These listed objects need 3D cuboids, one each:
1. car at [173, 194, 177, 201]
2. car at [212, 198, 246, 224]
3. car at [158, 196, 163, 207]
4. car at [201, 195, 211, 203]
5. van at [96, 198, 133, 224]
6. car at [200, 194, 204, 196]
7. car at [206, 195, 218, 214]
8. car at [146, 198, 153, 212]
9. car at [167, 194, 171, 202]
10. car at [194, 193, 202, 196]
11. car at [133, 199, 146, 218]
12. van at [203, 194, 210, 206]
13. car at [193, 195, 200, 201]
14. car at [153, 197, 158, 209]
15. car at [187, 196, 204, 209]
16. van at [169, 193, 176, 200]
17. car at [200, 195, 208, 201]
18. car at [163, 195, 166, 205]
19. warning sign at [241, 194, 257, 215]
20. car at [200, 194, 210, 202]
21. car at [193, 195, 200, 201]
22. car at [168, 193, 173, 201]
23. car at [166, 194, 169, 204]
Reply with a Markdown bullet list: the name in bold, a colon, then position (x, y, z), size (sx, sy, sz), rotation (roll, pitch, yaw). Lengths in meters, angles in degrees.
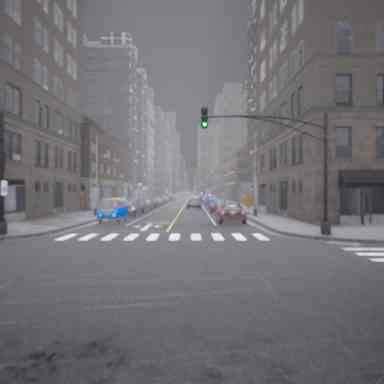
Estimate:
- **car**: position (-5.561, 1.288, 81.124), size (2.192, 1.841, 5.009), rotation (0, 0, 0)
- **car**: position (2.780, 1.434, 24.415), size (1.967, 1.590, 4.097), rotation (0, 0, 0)
- **car**: position (-5.672, 1.556, 47.114), size (1.947, 1.339, 4.313), rotation (0, 0, 0)
- **car**: position (2.928, 1.420, 69.769), size (1.967, 1.590, 4.097), rotation (0, 0, 0)
- **van**: position (-5.746, 1.335, 24.441), size (1.690, 1.788, 3.998), rotation (0, 0, 0)
- **car**: position (2.891, 1.537, 58.430), size (2.008, 1.369, 4.403), rotation (0, 0, 0)
- **car**: position (2.817, 1.433, 35.753), size (1.967, 1.590, 4.097), rotation (0, 0, 0)
- **car**: position (-5.709, 1.558, 35.777), size (1.947, 1.339, 4.313), rotation (0, 0, 0)
- **car**: position (-5.616, 1.528, 64.118), size (1.887, 1.381, 4.507), rotation (0, 0, 0)
- **car**: position (0.325, 1.464, 58.684), size (1.882, 1.535, 5.008), rotation (0, 0, 0)
- **car**: position (-5.727, 1.433, 30.109), size (1.967, 1.590, 4.097), rotation (0, 0, 0)
- **van**: position (2.854, 1.332, 47.092), size (1.690, 1.788, 3.998), rotation (0, 0, 0)
- **car**: position (1.083, 1.429, 80.606), size (1.801, 1.575, 5.366), rotation (0, 0, 0)
- **car**: position (-5.690, 1.574, 41.446), size (1.802, 1.307, 4.206), rotation (0, 0, 0)
- **car**: position (0.281, 1.554, 45.499), size (1.994, 1.385, 4.181), rotation (0, 0, 0)
- **van**: position (-5.524, 1.307, 92.459), size (1.690, 1.788, 3.998), rotation (0, 0, 0)
- **car**: position (2.983, 1.536, 86.777), size (1.947, 1.339, 4.313), rotation (0, 0, 0)
- **car**: position (-5.654, 1.514, 52.612), size (1.752, 1.417, 4.829), rotation (0, 0, 0)
- **warning sign**: position (5.201, 1.109, 30.401), size (1.300, 1.860, 1.060), rotation (0, 0, 0)
- **car**: position (2.946, 1.292, 75.438), size (2.192, 1.841, 5.009), rotation (0, 0, 0)
- **car**: position (1.100, 1.475, 86.416), size (1.837, 1.490, 4.892), rotation (0, 0, 0)
- **car**: position (-5.598, 1.505, 69.617), size (1.752, 1.417, 4.829), rotation (0, 0, 0)
- **car**: position (-5.634, 1.552, 58.450), size (1.947, 1.339, 4.313), rotation (0, 0, 0)
